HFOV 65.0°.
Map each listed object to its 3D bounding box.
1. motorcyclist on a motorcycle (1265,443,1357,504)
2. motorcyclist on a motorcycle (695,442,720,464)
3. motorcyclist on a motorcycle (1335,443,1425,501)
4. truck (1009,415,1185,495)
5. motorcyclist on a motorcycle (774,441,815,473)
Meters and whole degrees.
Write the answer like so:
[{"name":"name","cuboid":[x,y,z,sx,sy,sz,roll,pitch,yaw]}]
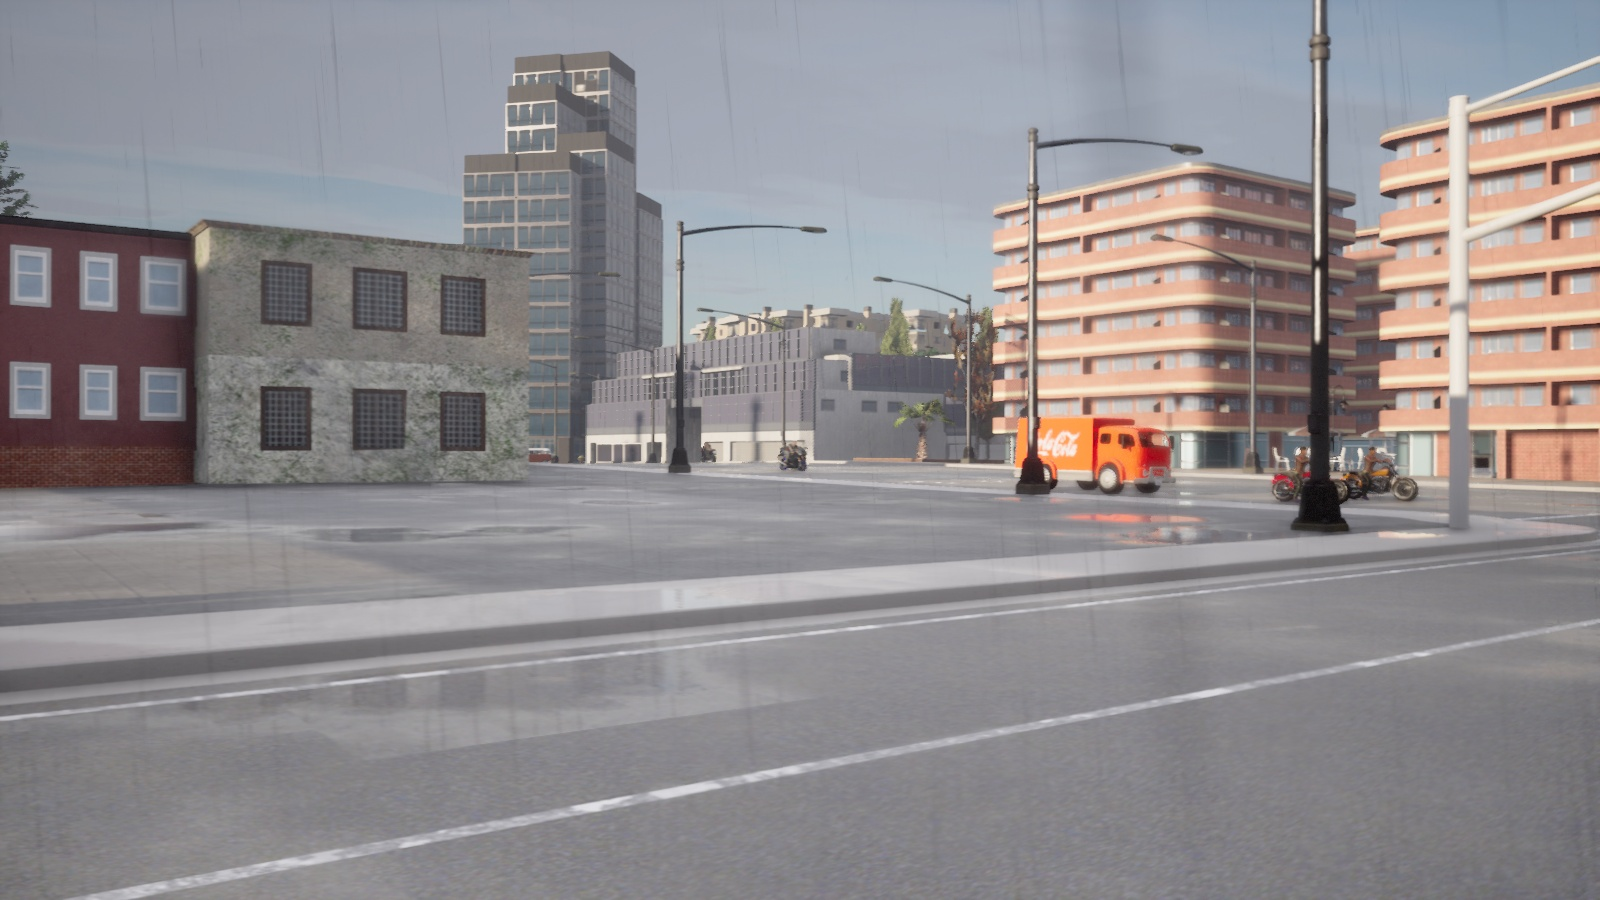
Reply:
[{"name":"motorcyclist on a motorcycle","cuboid":[14.284,0.634,35.169,0.766,1.649,2.350,0,1,-36]},{"name":"motorcyclist on a motorcycle","cuboid":[-6.509,0.186,88.414,0.797,1.523,2.044,0,-1,-36]},{"name":"motorcyclist on a motorcycle","cuboid":[17.146,0.630,37.185,0.766,1.649,2.350,0,1,-36]},{"name":"truck","cuboid":[9.734,0.115,41.550,2.627,2.467,5.204,0,1,-35]},{"name":"motorcyclist on a motorcycle","cuboid":[-0.286,0.326,61.616,0.866,1.530,2.191,0,1,-36]}]
